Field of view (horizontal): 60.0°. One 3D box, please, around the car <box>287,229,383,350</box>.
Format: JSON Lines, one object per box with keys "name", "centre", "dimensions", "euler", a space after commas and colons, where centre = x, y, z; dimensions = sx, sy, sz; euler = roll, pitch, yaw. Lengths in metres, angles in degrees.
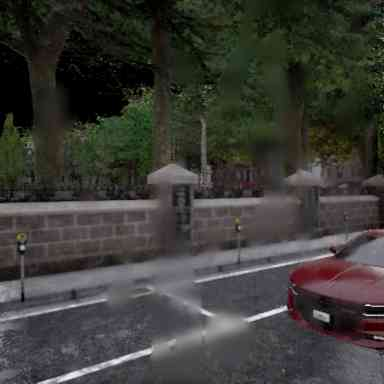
{"name": "car", "centre": [3.839, 1.442, 6.077], "dimensions": [5.008, 1.535, 1.882], "euler": [0, 0, -35]}
